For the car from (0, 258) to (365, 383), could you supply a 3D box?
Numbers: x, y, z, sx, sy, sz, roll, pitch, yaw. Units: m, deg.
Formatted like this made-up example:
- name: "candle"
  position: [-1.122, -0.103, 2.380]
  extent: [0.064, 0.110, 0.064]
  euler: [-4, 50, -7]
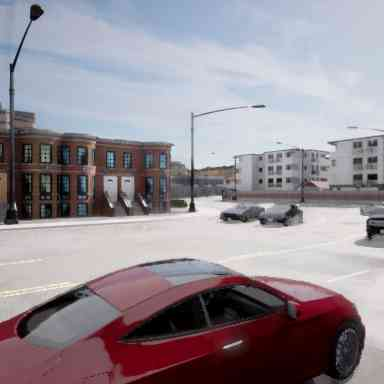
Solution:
- name: "car"
  position: [0.074, 1.525, 3.797]
  extent: [4.674, 1.442, 1.812]
  euler: [0, 0, -36]

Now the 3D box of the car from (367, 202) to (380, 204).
- name: "car"
  position: [17.626, 1.601, 31.843]
  extent: [1.895, 1.301, 4.718]
  euler: [0, 0, 11]

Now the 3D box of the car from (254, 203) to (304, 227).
- name: "car"
  position: [6.324, 1.525, 22.968]
  extent: [1.812, 1.442, 4.674]
  euler: [0, 0, 36]

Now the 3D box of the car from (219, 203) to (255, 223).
- name: "car"
  position: [4.124, 1.548, 25.856]
  extent: [2.033, 1.411, 5.357]
  euler: [0, 0, 34]

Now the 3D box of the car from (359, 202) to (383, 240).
- name: "car"
  position: [9.966, 1.493, 16.223]
  extent: [2.128, 1.511, 4.902]
  euler: [0, 0, 42]
